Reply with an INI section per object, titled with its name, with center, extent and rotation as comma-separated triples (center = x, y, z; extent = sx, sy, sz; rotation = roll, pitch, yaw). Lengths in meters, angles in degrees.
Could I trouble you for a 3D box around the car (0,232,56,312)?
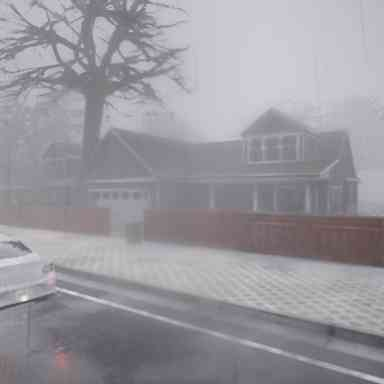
[car]
center = -4.715, 1.553, 7.004
extent = 4.674, 1.442, 1.812
rotation = 0, 0, 36
